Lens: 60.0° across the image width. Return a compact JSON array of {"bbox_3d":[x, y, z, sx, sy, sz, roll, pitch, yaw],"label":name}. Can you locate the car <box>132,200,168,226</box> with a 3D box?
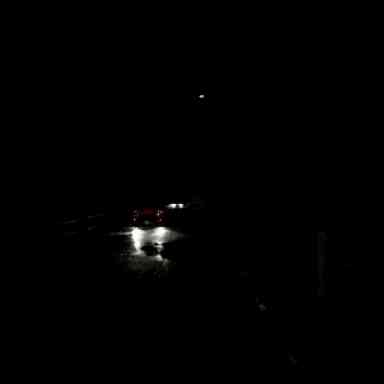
[{"bbox_3d":[-2.853,1.364,23.321,2.097,1.767,4.553,0,0,0],"label":"car"}]

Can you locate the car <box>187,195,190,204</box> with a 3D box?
[{"bbox_3d":[-0.015,1.399,66.885,2.097,1.767,4.553,0,0,0],"label":"car"}]

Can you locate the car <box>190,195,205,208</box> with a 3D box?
[{"bbox_3d":[0.952,1.509,49.345,1.882,1.535,5.008,0,0,0],"label":"car"}]

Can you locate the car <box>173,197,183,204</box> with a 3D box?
[{"bbox_3d":[-2.775,1.653,64.824,1.895,1.301,4.718,0,0,0],"label":"car"}]

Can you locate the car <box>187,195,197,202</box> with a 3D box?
[{"bbox_3d":[-0.018,1.449,77.934,2.128,1.511,4.902,0,0,0],"label":"car"}]
